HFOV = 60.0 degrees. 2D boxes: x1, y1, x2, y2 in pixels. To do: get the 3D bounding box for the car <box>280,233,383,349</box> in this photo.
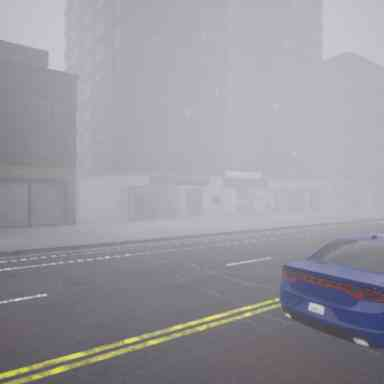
[{"bbox_3d":[3.770,1.501,6.133,5.008,1.535,1.882,0,0,-36],"label":"car"}]
